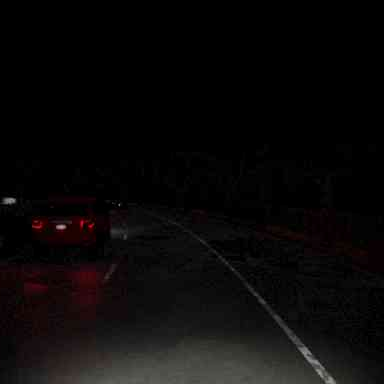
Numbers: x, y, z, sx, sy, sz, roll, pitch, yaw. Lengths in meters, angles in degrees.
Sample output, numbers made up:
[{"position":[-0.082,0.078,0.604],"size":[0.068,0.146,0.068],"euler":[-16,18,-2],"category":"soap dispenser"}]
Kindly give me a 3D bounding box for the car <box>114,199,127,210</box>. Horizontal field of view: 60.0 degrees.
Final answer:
[{"position":[-9.745,1.563,42.787],"size":[1.994,1.385,4.181],"euler":[0,0,-24],"category":"car"}]

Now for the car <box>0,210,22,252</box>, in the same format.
[{"position":[-8.246,1.505,13.781],"size":[1.837,1.490,4.892],"euler":[0,0,-9],"category":"car"}]

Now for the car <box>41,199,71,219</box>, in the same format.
[{"position":[-12.207,1.491,30.069],"size":[2.128,1.511,4.902],"euler":[0,0,-18],"category":"car"}]

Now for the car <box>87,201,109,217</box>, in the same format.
[{"position":[-9.092,1.600,31.897],"size":[1.895,1.301,4.718],"euler":[0,0,-18],"category":"car"}]

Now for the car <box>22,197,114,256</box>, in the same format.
[{"position":[-4.628,1.222,13.402],"size":[2.150,2.045,5.566],"euler":[0,0,-8],"category":"car"}]
